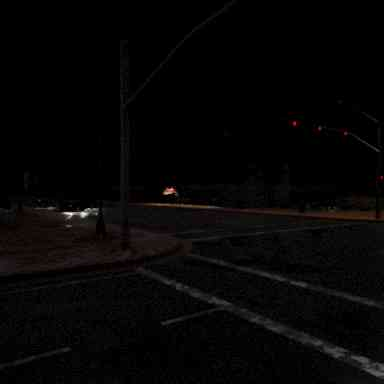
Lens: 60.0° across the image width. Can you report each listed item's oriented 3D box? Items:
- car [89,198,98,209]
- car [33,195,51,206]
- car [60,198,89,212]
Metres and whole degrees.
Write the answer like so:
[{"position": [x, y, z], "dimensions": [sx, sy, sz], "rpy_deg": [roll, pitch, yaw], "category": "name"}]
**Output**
[{"position": [-14.542, 1.528, 45.396], "dimensions": [2.033, 1.411, 5.357], "rpy_deg": [0, 0, -35], "category": "car"}, {"position": [-23.610, 1.268, 52.221], "dimensions": [1.882, 1.535, 5.008], "rpy_deg": [0, 0, -36], "category": "car"}, {"position": [-13.937, 1.510, 38.523], "dimensions": [1.812, 1.442, 4.674], "rpy_deg": [0, 0, -36], "category": "car"}]
